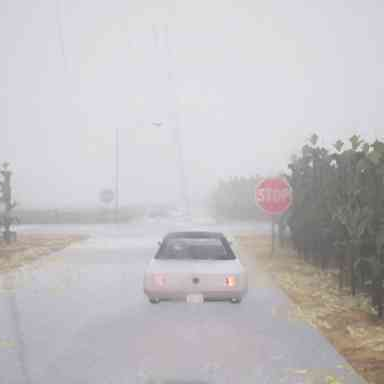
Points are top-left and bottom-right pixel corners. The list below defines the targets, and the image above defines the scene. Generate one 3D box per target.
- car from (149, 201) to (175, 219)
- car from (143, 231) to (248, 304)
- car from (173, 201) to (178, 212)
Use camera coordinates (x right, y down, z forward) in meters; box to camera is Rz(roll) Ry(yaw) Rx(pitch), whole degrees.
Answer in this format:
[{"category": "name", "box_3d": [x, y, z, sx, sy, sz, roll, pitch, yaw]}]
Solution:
[{"category": "car", "box_3d": [-3.222, 1.988, 34.528, 2.033, 1.411, 5.357, 0, -1, 0]}, {"category": "car", "box_3d": [0.070, 1.604, 8.097, 1.895, 1.301, 4.718, 0, 0, 0]}, {"category": "car", "box_3d": [-3.214, 2.186, 51.015, 1.882, 1.535, 5.008, 0, -1, 0]}]
